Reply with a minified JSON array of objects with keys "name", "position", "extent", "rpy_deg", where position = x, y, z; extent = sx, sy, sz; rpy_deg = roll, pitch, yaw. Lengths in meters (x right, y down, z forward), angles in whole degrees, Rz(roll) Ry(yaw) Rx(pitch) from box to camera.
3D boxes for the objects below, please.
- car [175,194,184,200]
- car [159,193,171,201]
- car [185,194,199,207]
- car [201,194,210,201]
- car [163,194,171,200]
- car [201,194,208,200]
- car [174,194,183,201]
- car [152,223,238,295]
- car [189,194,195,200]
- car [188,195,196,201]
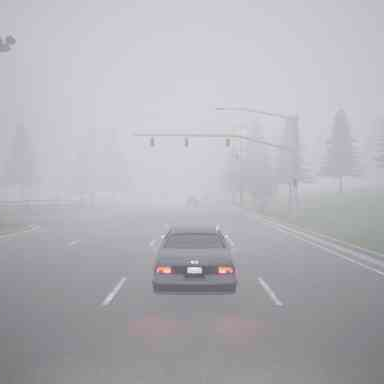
[{"name":"car","position":[-3.498,1.357,93.990],"extent":[2.128,1.511,4.902],"rpy_deg":[0,0,0]},{"name":"car","position":[-6.998,1.217,83.601],"extent":[2.150,2.045,5.566],"rpy_deg":[0,0,0]},{"name":"car","position":[-0.001,1.352,52.927],"extent":[2.097,1.767,4.553],"rpy_deg":[0,0,0]},{"name":"car","position":[3.502,1.492,83.570],"extent":[1.837,1.490,4.892],"rpy_deg":[0,0,0]},{"name":"car","position":[-6.998,1.385,93.991],"extent":[1.994,1.385,4.181],"rpy_deg":[0,0,0]},{"name":"car","position":[3.502,1.310,93.990],"extent":[1.882,1.535,5.008],"rpy_deg":[0,0,0]},{"name":"car","position":[-3.498,1.516,83.987],"extent":[1.812,1.442,4.674],"rpy_deg":[0,0,0]},{"name":"car","position":[0.067,1.547,8.888],"extent":[2.033,1.411,5.357],"rpy_deg":[0,0,0]},{"name":"car","position":[0.002,1.310,93.990],"extent":[1.882,1.535,5.008],"rpy_deg":[0,0,0]},{"name":"car","position":[0.002,1.531,83.570],"extent":[2.033,1.411,5.357],"rpy_deg":[0,0,0]}]
